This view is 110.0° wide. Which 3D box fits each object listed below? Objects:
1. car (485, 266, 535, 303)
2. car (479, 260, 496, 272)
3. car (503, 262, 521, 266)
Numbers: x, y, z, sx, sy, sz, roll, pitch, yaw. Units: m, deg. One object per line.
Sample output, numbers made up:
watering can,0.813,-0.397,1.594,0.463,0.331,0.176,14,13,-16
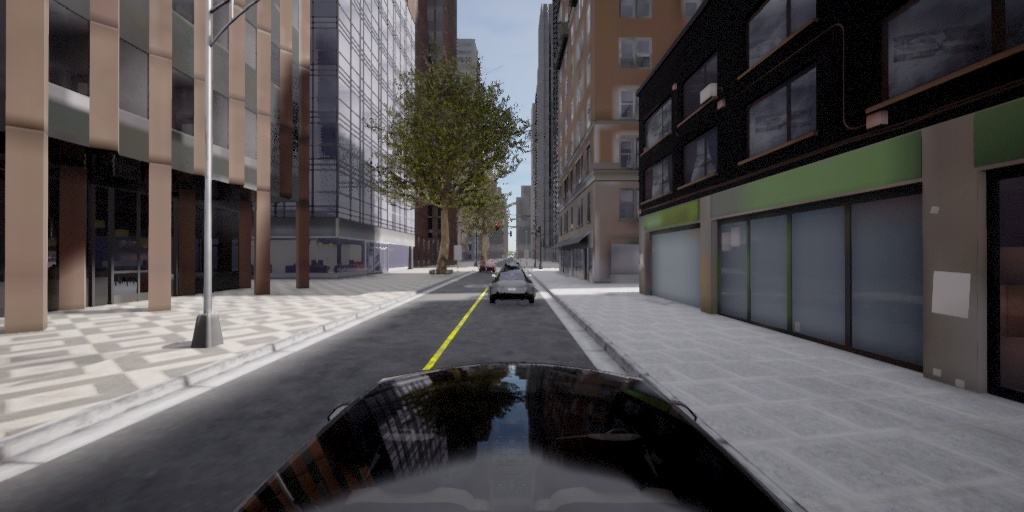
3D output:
car,0.000,1.317,16.499,1.994,1.385,4.181,0,0,0
car,-3.000,1.242,44.500,1.882,1.535,5.008,0,0,0
car,0.000,1.253,31.500,1.837,1.490,4.892,0,0,0
